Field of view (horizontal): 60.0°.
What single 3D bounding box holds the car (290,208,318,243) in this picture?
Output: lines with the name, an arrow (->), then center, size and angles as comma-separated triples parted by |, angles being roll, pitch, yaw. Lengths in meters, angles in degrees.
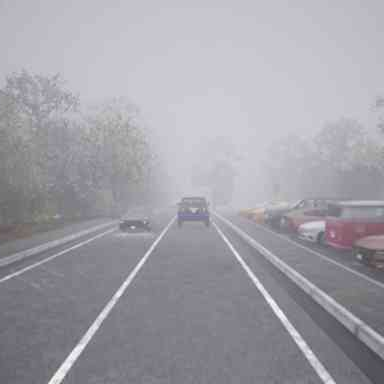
car -> 7.080, 1.572, 14.663 | 4.674, 1.452, 2.002 | 0, 0, 0

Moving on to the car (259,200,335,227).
car -> 7.115, 1.451, 22.988 | 4.553, 1.767, 2.185 | 0, 0, 0

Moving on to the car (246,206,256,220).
car -> 7.092, 1.597, 25.764 | 5.008, 1.535, 2.097 | 0, 0, 0

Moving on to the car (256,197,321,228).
car -> 7.053, 1.309, 20.217 | 5.566, 2.045, 2.435 | 0, 0, 0

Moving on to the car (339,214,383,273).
car -> 7.080, 1.504, 9.111 | 5.008, 1.535, 2.097 | 0, 0, 0

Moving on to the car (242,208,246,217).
car -> 7.093, 1.628, 28.536 | 4.892, 1.521, 2.231 | 0, -1, 0

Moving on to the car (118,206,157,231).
car -> -3.348, 1.639, 21.518 | 2.033, 1.411, 5.357 | 0, -1, 0

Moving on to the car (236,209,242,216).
car -> 6.904, 1.661, 31.305 | 5.366, 1.575, 1.946 | 0, -1, 0

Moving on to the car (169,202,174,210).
car -> -3.259, 2.674, 63.276 | 2.033, 1.411, 5.357 | 0, -2, 1

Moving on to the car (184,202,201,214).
car -> 0.106, 1.992, 42.826 | 2.033, 1.411, 5.357 | 0, -1, 0

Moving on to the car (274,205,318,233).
car -> 7.109, 1.576, 17.439 | 4.792, 1.488, 2.163 | 0, 0, 0

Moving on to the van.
van -> 7.193, 1.292, 11.888 | 4.442, 1.987, 1.878 | 0, 0, 0

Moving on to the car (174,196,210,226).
car -> 0.104, 1.338, 24.189 | 2.150, 2.045, 5.566 | 0, 0, 0
